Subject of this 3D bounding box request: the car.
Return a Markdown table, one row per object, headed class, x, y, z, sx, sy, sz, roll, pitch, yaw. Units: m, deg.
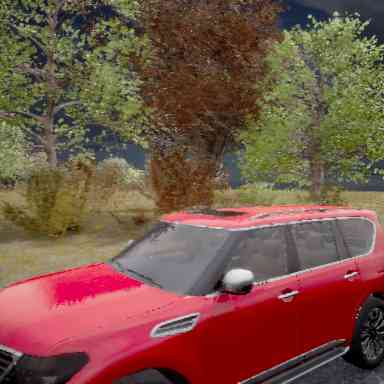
| class | x | y | z | sx | sy | sz | roll | pitch | yaw |
| --- | --- | --- | --- | --- | --- | --- | --- | --- | --- |
| car | 0.456 | 1.226 | 4.210 | 5.566 | 2.045 | 2.150 | 0 | 0 | -34 |
